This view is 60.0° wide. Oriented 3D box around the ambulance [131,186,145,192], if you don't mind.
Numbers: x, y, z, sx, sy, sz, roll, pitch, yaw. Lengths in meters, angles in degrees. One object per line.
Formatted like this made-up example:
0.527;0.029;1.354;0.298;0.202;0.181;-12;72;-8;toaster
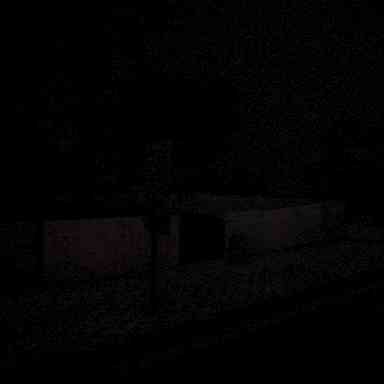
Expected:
-5.896;0.402;44.093;2.351;2.431;6.366;1;0;-36;ambulance
